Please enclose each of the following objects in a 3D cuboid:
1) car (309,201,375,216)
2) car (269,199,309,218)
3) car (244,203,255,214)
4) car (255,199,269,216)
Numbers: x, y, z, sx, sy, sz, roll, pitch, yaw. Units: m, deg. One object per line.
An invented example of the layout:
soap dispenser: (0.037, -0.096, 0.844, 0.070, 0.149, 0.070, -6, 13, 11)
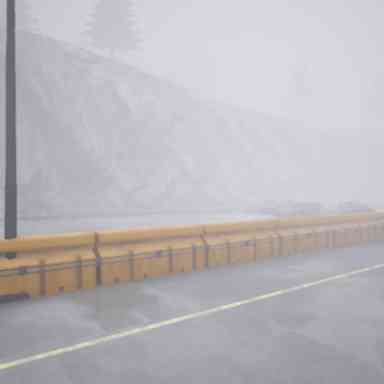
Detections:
car: (11.170, 1.465, 24.021, 4.902, 1.511, 2.128, 0, 0, -30)
car: (8.836, 1.478, 26.704, 4.892, 1.490, 1.837, 0, 0, -30)
car: (7.467, 1.495, 33.999, 4.674, 1.442, 1.812, 0, 0, -30)
car: (8.539, 1.449, 30.583, 5.008, 1.535, 1.882, 0, 0, -30)
